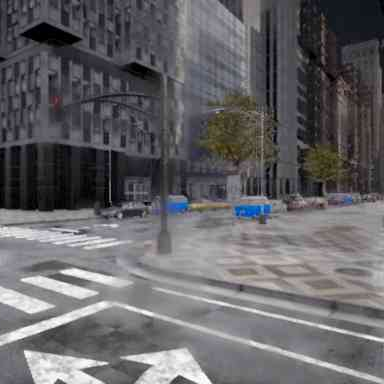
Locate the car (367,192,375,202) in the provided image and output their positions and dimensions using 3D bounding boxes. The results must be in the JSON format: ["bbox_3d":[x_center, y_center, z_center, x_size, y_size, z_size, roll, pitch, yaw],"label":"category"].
[{"bbox_3d":[37.682,1.267,72.059,1.967,1.590,4.097,0,0,36],"label":"car"}]

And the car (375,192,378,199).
[{"bbox_3d":[41.064,1.345,76.757,1.752,1.417,4.829,0,0,36],"label":"car"}]

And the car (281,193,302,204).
[{"bbox_3d":[17.631,1.163,58.794,2.192,1.841,5.009,0,0,36],"label":"car"}]

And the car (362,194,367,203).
[{"bbox_3d":[31.117,1.393,62.939,2.008,1.369,4.403,0,0,36],"label":"car"}]

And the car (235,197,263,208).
[{"bbox_3d":[7.784,1.426,45.115,2.008,1.369,4.403,0,0,36],"label":"car"}]

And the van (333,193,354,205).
[{"bbox_3d":[24.552,1.199,53.817,1.690,1.788,3.998,0,0,36],"label":"van"}]

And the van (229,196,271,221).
[{"bbox_3d":[4.857,1.257,26.456,1.690,1.788,3.998,0,0,36],"label":"van"}]

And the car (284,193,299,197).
[{"bbox_3d":[16.037,1.366,51.855,1.837,1.490,4.892,0,0,36],"label":"car"}]

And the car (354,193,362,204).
[{"bbox_3d":[27.835,1.401,58.379,2.008,1.369,4.403,0,0,36],"label":"car"}]

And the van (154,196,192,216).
[{"bbox_3d":[-2.062,1.247,31.435,1.690,1.788,3.998,0,0,36],"label":"van"}]

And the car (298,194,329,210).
[{"bbox_3d":[14.705,1.326,40.137,1.967,1.590,4.097,0,0,36],"label":"car"}]

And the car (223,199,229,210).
[{"bbox_3d":[4.402,1.411,40.417,1.752,1.417,4.829,0,0,36],"label":"car"}]

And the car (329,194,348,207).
[{"bbox_3d":[21.270,1.412,49.258,1.887,1.381,4.507,0,0,36],"label":"car"}]

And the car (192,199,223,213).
[{"bbox_3d":[1.120,1.421,35.857,1.752,1.417,4.829,0,0,36],"label":"car"}]

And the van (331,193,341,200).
[{"bbox_3d":[37.324,1.143,86.154,1.690,1.788,3.998,0,0,36],"label":"van"}]

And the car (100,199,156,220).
[{"bbox_3d":[-5.345,1.468,26.876,2.008,1.369,4.403,0,0,36],"label":"car"}]

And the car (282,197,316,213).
[{"bbox_3d":[11.422,1.477,35.577,1.802,1.307,4.206,0,0,36],"label":"car"}]
